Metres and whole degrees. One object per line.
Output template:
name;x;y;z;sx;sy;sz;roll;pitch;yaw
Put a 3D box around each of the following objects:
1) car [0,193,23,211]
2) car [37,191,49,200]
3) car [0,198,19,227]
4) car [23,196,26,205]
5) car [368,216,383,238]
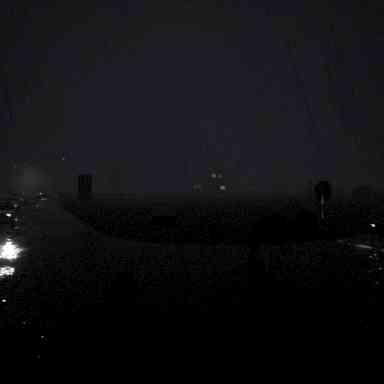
car;-15.705;1.043;28.338;1.812;1.442;4.674;0;1;-25
car;-26.115;0.563;58.280;2.033;1.411;5.357;0;1;-23
car;-11.278;1.272;19.236;1.895;1.301;4.718;0;1;-26
car;-21.488;0.838;40.694;1.812;1.442;4.674;0;2;-24
car;9.652;1.174;13.699;5.357;1.411;2.033;-1;2;-30
